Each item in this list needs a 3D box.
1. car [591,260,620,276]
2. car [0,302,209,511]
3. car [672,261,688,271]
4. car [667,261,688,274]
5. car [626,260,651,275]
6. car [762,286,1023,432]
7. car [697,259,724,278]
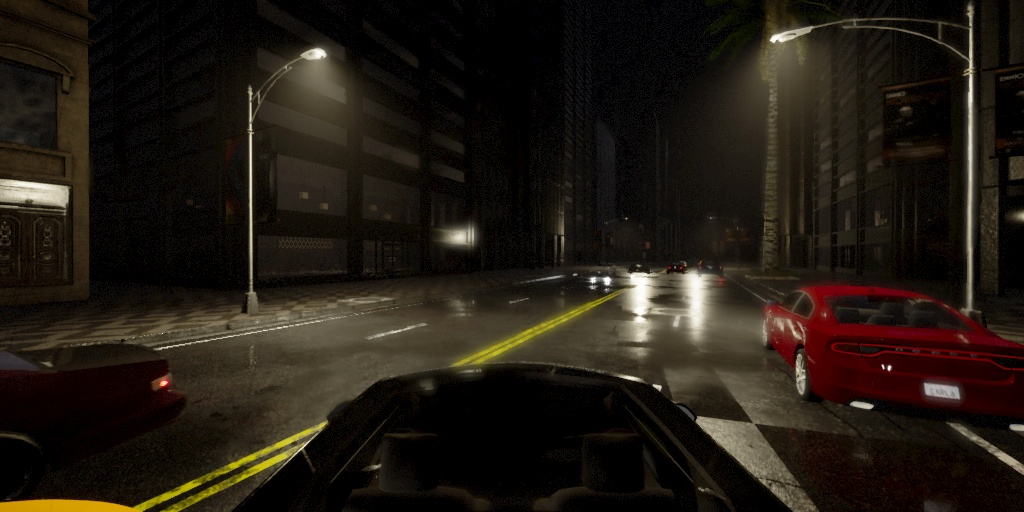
[{"bbox_3d":[9.810,1.366,38.204,1.895,1.301,4.718,0,0,27],"label":"car"},{"bbox_3d":[-5.272,1.298,1.800,2.033,1.411,5.357,0,0,27],"label":"car"},{"bbox_3d":[23.545,1.381,50.245,1.895,1.301,4.718,0,0,27],"label":"car"},{"bbox_3d":[18.656,1.317,40.748,2.033,1.411,5.357,0,0,27],"label":"car"},{"bbox_3d":[14.104,1.331,39.442,1.994,1.385,4.181,0,0,27],"label":"car"},{"bbox_3d":[5.514,1.228,5.852,1.882,1.535,5.008,0,0,27],"label":"car"},{"bbox_3d":[19.295,1.118,34.925,2.097,1.767,4.553,0,0,27],"label":"car"}]
